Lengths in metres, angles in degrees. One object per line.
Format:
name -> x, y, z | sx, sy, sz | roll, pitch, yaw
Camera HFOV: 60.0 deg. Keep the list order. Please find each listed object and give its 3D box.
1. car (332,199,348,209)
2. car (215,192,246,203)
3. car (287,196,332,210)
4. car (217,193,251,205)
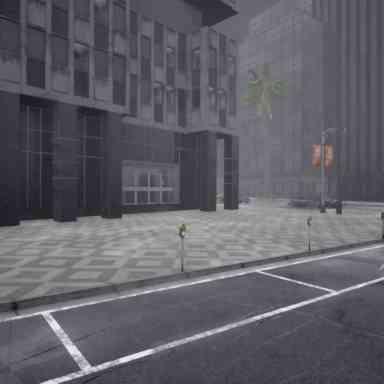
car -> 15.025, 1.173, 38.367 | 2.033, 1.411, 5.357 | 0, 1, -35
car -> 5.861, 0.830, 51.327 | 1.882, 1.535, 5.008 | 0, 1, -35
car -> 12.505, 1.187, 36.308 | 1.994, 1.385, 4.181 | 0, 1, -35
car -> 5.914, 0.928, 45.611 | 1.837, 1.490, 4.892 | 0, 1, -35
